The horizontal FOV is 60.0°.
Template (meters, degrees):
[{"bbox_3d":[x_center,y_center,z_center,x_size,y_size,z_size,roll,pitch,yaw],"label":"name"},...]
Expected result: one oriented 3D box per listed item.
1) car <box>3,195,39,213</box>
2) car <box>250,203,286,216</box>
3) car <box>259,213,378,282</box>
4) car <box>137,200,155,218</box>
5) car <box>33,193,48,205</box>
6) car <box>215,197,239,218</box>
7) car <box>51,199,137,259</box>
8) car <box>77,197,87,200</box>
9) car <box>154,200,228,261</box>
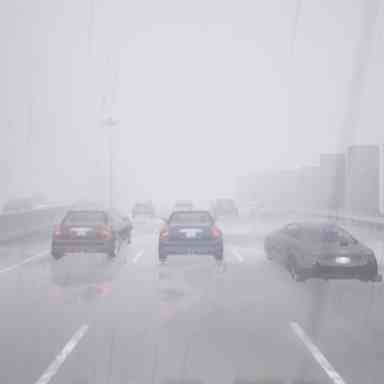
[{"bbox_3d":[-19.086,1.466,36.909,1.837,1.490,4.892,0,0,-6],"label":"car"},{"bbox_3d":[6.359,1.563,28.402,1.895,1.301,4.718,0,0,-3],"label":"car"},{"bbox_3d":[3.480,1.550,9.735,1.994,1.385,4.181,0,0,-1],"label":"car"},{"bbox_3d":[-4.276,1.456,29.938,2.128,1.511,4.902,0,0,-4],"label":"car"},{"bbox_3d":[-26.016,1.268,56.581,2.150,2.045,5.566,0,0,-14],"label":"car"},{"bbox_3d":[2.755,1.314,29.672,2.097,1.767,4.553,0,0,-4],"label":"car"},{"bbox_3d":[-3.590,1.338,12.765,2.097,1.767,4.553,0,0,-1],"label":"car"},{"bbox_3d":[-19.217,1.539,58.248,2.033,1.411,5.357,0,0,-14],"label":"car"},{"bbox_3d":[-0.080,1.337,12.450,2.097,1.767,4.553,0,0,-1],"label":"car"}]
